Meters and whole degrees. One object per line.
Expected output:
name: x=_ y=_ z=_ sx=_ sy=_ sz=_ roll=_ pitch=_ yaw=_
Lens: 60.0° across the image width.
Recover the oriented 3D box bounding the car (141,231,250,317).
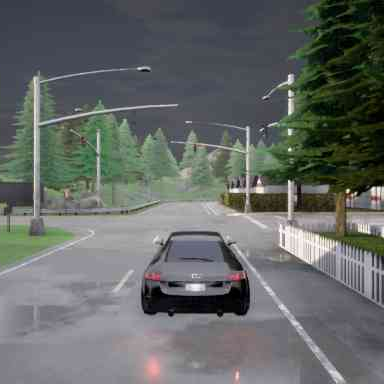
car: x=0.077 y=1.564 z=7.565 sx=1.994 sy=1.385 sz=4.181 roll=0 pitch=0 yaw=1
